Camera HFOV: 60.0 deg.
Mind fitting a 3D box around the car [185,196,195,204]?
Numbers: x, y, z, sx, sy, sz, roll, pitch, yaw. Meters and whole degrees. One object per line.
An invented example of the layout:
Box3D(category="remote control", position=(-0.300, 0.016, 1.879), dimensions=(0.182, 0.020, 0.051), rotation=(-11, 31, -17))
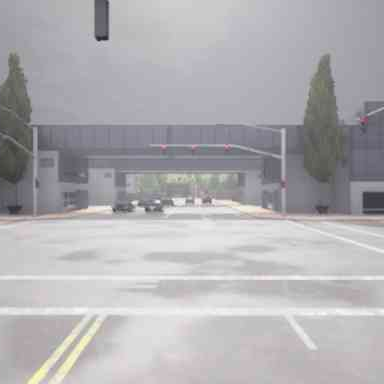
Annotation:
Box3D(category="car", position=(-0.442, 1.710, 67.152), dimensions=(2.033, 1.411, 5.357), rotation=(0, 0, 0))

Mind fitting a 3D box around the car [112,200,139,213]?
Box3D(category="car", position=(-7.735, 1.656, 37.929), dimensions=(1.994, 1.385, 4.181), rotation=(0, 0, 0))

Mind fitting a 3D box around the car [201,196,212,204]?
Box3D(category="car", position=(3.059, 1.667, 67.355), dimensions=(1.837, 1.490, 4.892), rotation=(0, 0, 0))

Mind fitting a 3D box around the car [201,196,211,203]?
Box3D(category="car", position=(3.124, 1.621, 76.743), dimensions=(2.128, 1.511, 4.902), rotation=(0, 0, 0))

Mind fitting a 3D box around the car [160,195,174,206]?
Box3D(category="car", position=(-4.073, 1.699, 55.842), dimensions=(1.994, 1.385, 4.181), rotation=(0, 0, 1))

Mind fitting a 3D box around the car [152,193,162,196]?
Box3D(category="car", position=(-7.422, 1.212, 70.062), dimensions=(2.150, 2.045, 5.566), rotation=(0, 0, 0))

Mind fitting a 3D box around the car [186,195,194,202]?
Box3D(category="car", position=(-0.375, 1.583, 76.840), dimensions=(1.882, 1.535, 5.008), rotation=(0, 0, 0))

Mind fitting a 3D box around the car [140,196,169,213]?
Box3D(category="car", position=(-4.229, 1.582, 38.055), dimensions=(2.128, 1.511, 4.902), rotation=(0, 0, 1))

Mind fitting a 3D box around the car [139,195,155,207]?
Box3D(category="car", position=(-7.597, 1.678, 54.115), dimensions=(2.033, 1.411, 5.357), rotation=(0, 0, 1))
